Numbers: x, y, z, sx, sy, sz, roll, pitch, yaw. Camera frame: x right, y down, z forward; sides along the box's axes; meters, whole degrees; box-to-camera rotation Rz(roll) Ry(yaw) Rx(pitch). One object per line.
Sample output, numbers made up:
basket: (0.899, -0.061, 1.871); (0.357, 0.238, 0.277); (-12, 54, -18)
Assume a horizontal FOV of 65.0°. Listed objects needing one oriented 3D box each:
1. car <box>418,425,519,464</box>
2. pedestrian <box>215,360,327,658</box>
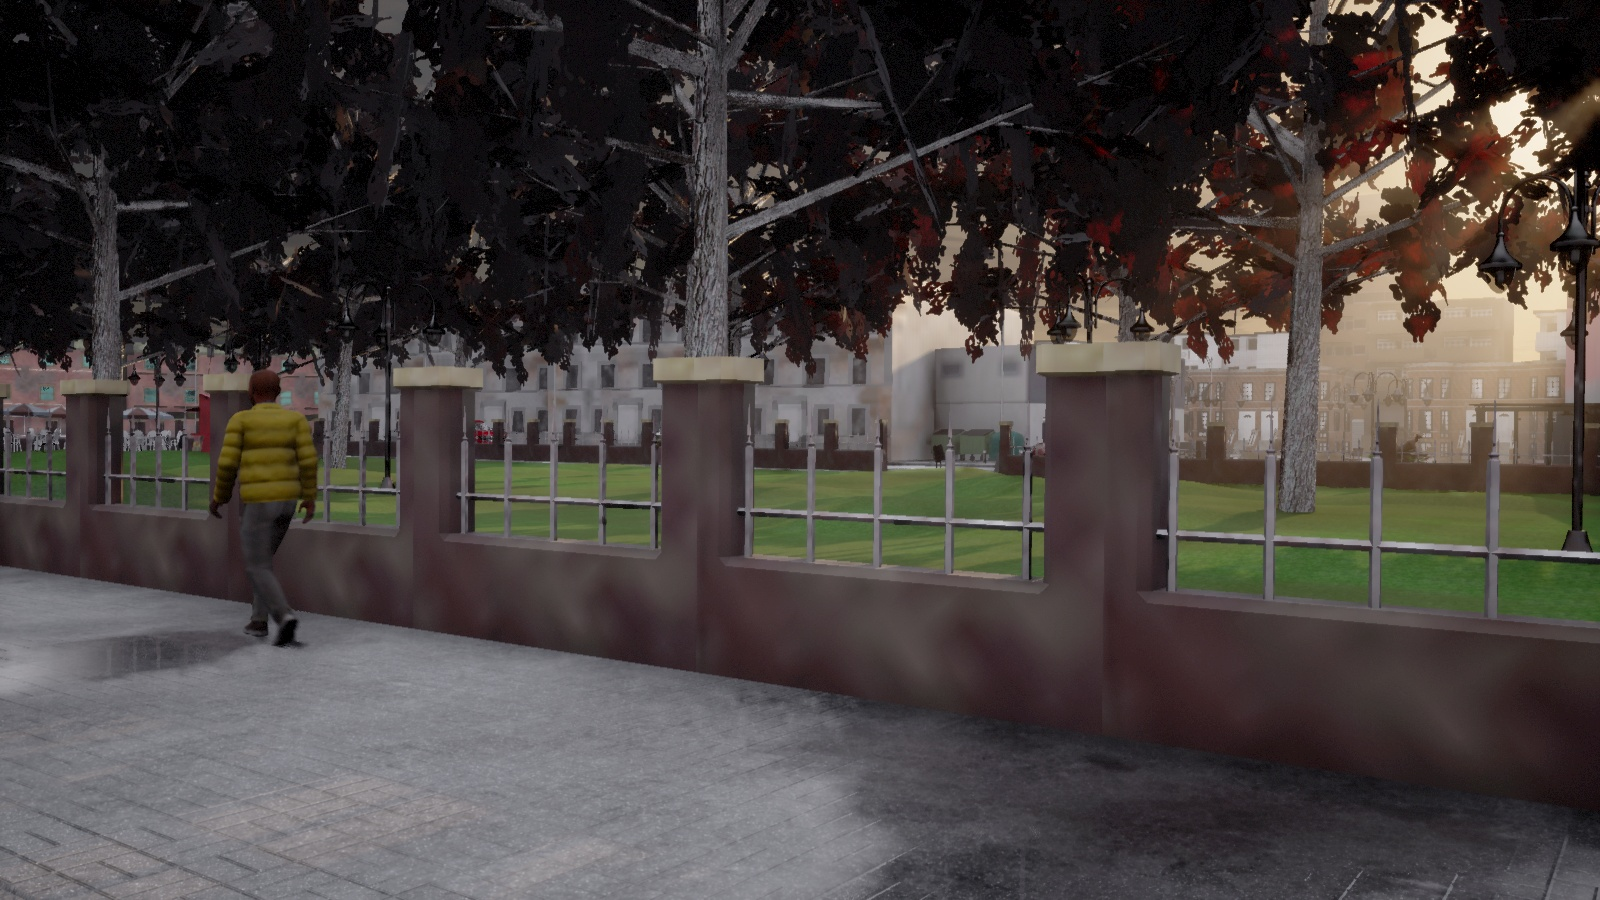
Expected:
car: (-17.895, -0.311, 67.629); (5.566, 2.045, 2.150); (0, 1, 35)
pedestrian: (-3.421, 0.361, 8.109); (0.726, 1.835, 0.370); (0, 1, 42)
